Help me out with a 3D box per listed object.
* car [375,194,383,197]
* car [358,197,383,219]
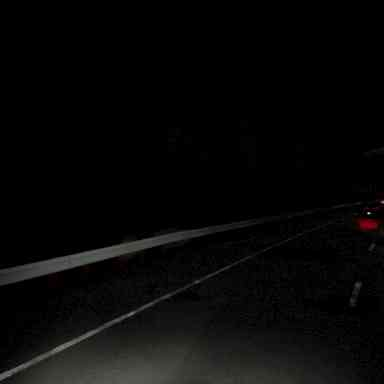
[{"bbox_3d":[22.145,1.220,38.121,2.150,2.045,5.566,0,0,36],"label":"car"},{"bbox_3d":[16.079,1.504,29.588,1.837,1.490,4.892,0,0,35],"label":"car"}]
